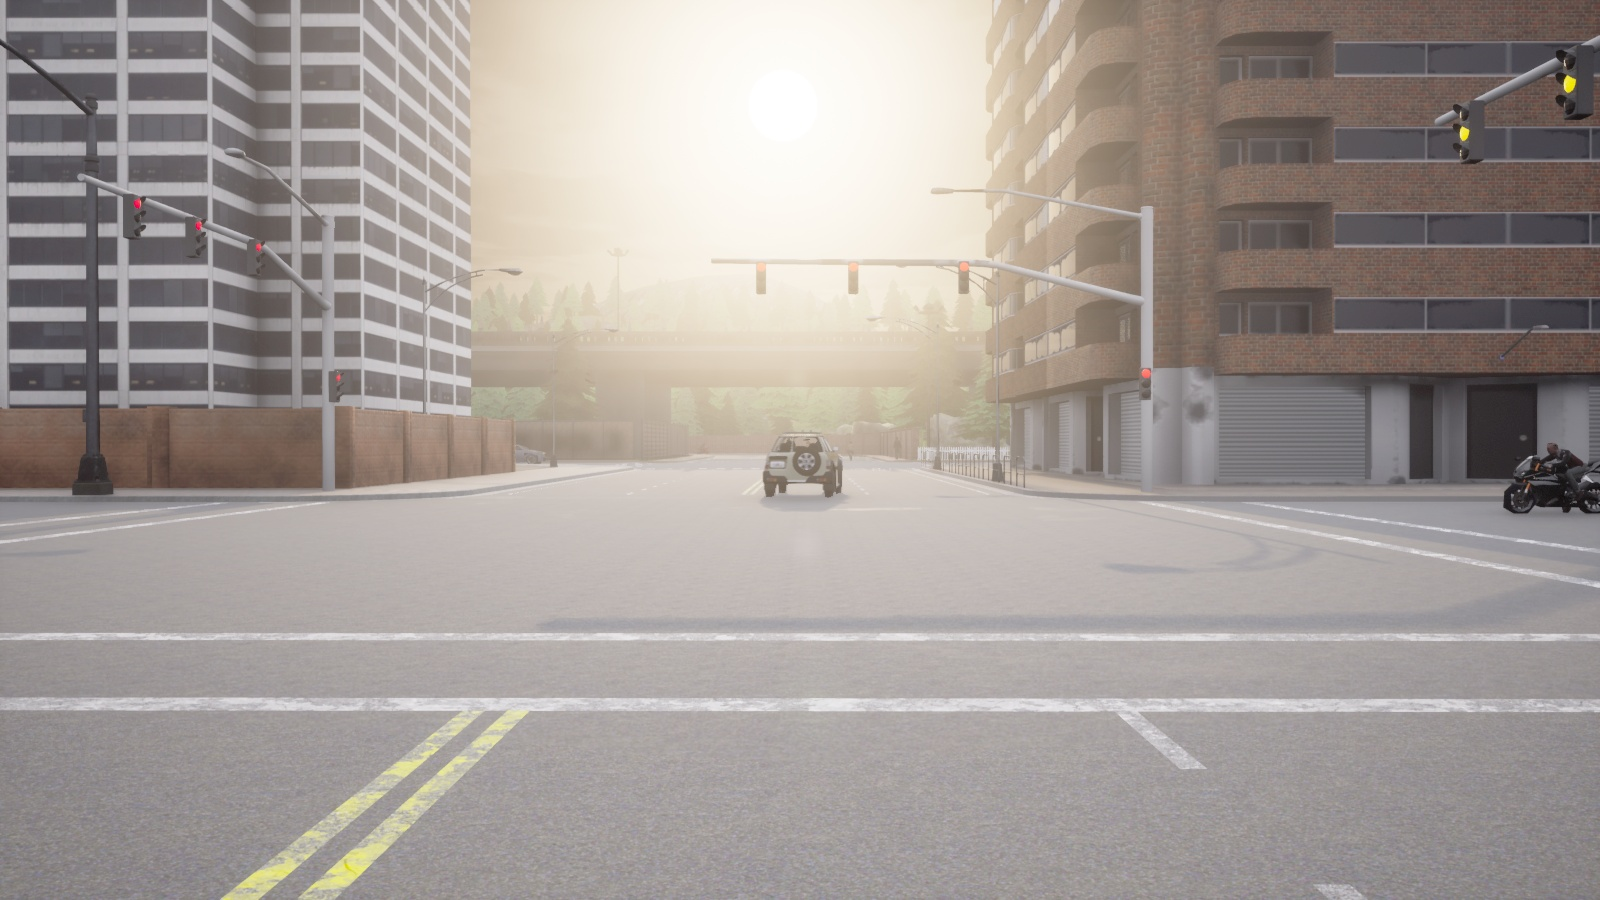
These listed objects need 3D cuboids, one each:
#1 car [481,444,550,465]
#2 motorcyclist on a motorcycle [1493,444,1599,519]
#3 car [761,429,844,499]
[{"bbox_3d":[-18.803,0.271,83.105,4.181,1.385,1.994,0,0,0],"label":"car"},{"bbox_3d":[15.862,0.646,26.328,2.191,1.530,0.866,0,0,1],"label":"motorcyclist on a motorcycle"},{"bbox_3d":[0.145,0.361,35.889,1.932,1.855,4.605,0,0,6],"label":"car"}]
